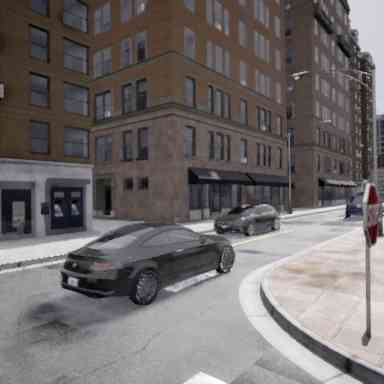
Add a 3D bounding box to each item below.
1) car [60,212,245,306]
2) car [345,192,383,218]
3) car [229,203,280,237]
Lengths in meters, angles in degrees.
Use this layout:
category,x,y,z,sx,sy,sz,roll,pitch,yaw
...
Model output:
category,x,y,z,sx,sy,sz,roll,pitch,yaw
car,-0.776,1.449,7.964,1.812,1.442,4.674,-1,1,38
car,13.586,1.086,26.012,2.097,1.767,4.553,-1,0,39
car,3.007,1.387,17.469,1.837,1.490,4.892,-1,0,39
